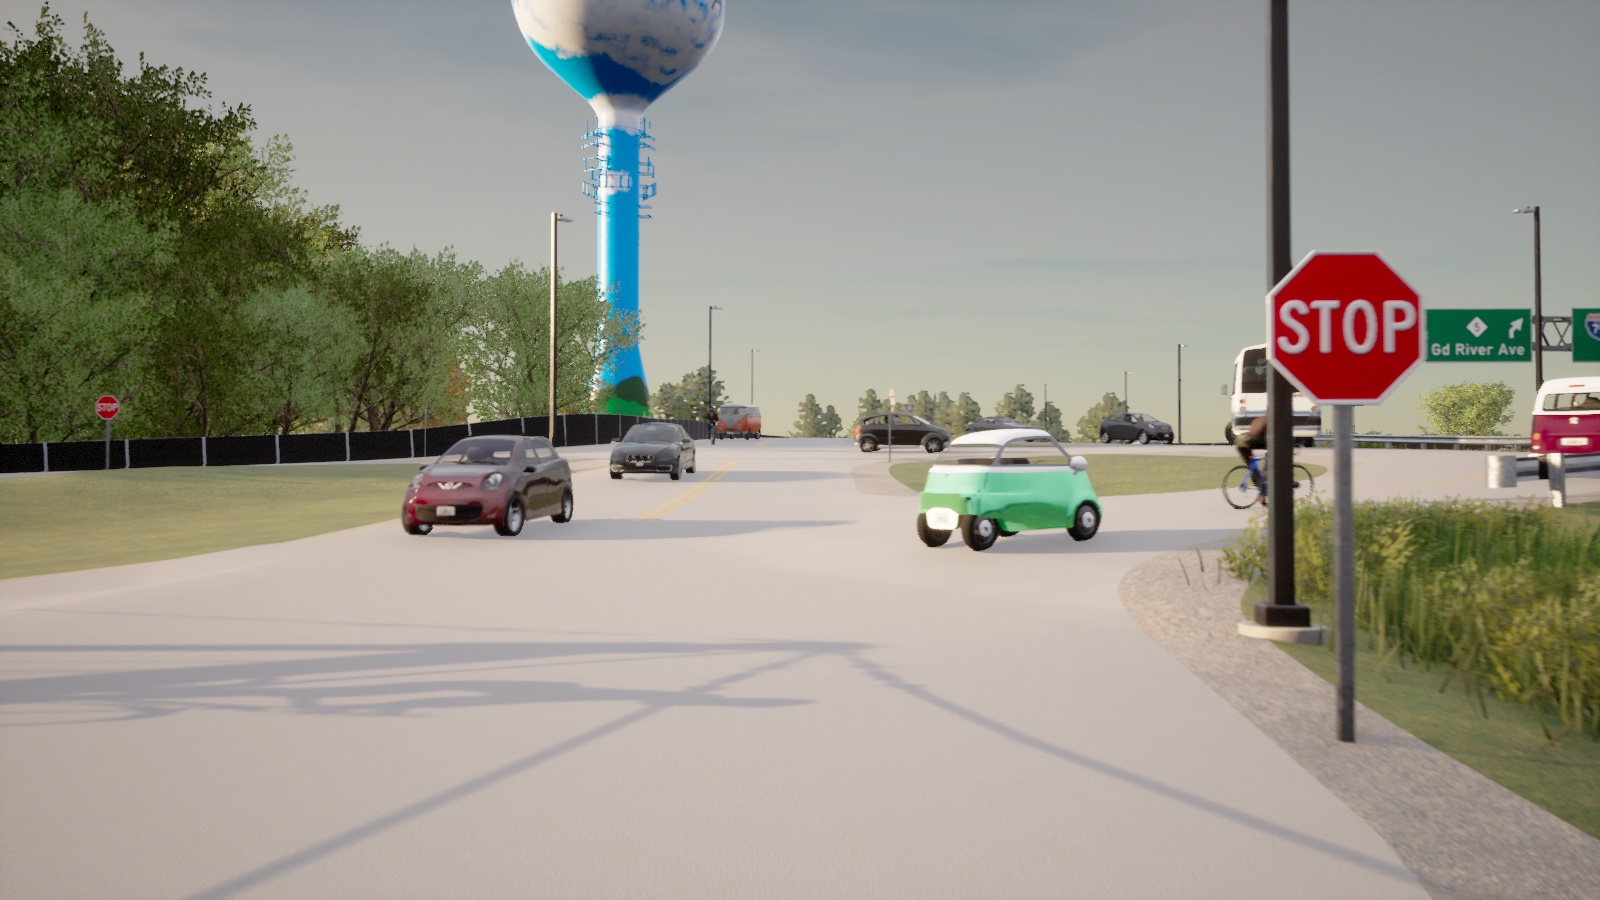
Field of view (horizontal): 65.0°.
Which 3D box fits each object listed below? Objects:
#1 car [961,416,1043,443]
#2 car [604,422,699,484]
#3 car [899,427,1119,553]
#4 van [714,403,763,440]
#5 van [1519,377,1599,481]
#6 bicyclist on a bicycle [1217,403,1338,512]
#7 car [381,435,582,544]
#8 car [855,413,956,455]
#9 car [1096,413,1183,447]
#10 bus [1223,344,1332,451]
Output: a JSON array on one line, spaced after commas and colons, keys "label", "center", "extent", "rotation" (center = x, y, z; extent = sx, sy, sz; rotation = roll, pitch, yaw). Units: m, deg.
[{"label": "car", "center": [10.677, -1.087, 66.709], "extent": [1.994, 1.385, 4.181], "rotation": [0, 1, -33]}, {"label": "car", "center": [-4.064, 0.017, 35.155], "extent": [1.837, 1.490, 4.892], "rotation": [0, 3, 3]}, {"label": "car", "center": [2.510, 0.433, 15.047], "extent": [2.207, 1.376, 1.481], "rotation": [-1, 0, -38]}, {"label": "van", "center": [-3.359, -1.556, 69.462], "extent": [1.775, 1.987, 4.442], "rotation": [0, 1, 9]}, {"label": "van", "center": [16.962, -0.467, 26.330], "extent": [4.480, 2.038, 2.069], "rotation": [-2, 1, -44]}, {"label": "bicyclist on a bicycle", "center": [7.409, 0.123, 19.509], "extent": [1.656, 1.620, 0.582], "rotation": [-2, -2, -15]}, {"label": "car", "center": [-4.895, 0.539, 19.830], "extent": [1.845, 1.501, 3.633], "rotation": [0, 1, 8]}, {"label": "car", "center": [4.117, -0.657, 48.852], "extent": [3.705, 1.549, 1.789], "rotation": [0, 3, 13]}, {"label": "car", "center": [15.725, -0.950, 58.355], "extent": [1.845, 1.501, 3.633], "rotation": [0, 1, -29]}, {"label": "bus", "center": [20.795, -2.243, 55.335], "extent": [3.944, 4.253, 10.273], "rotation": [0, 2, 18]}]
